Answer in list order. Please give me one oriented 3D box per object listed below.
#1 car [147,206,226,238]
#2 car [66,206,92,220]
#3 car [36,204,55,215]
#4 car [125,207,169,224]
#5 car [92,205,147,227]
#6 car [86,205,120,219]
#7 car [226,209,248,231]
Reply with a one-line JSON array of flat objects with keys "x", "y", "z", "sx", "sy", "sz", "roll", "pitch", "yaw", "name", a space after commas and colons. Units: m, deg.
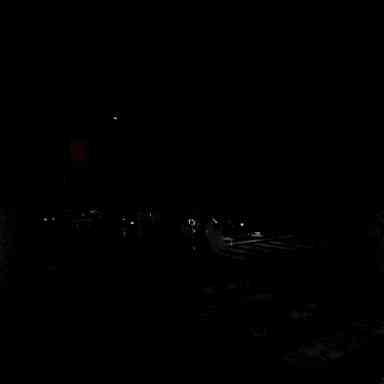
[{"x": -0.474, "y": 1.633, "z": 19.644, "sx": 2.097, "sy": 1.767, "sz": 4.553, "roll": 0, "pitch": -1, "yaw": -36, "name": "car"}, {"x": -12.340, "y": 2.226, "z": 35.938, "sx": 1.994, "sy": 1.385, "sz": 4.181, "roll": 0, "pitch": -1, "yaw": -35, "name": "car"}, {"x": -21.432, "y": 2.487, "z": 48.543, "sx": 2.128, "sy": 1.511, "sz": 4.902, "roll": 0, "pitch": -1, "yaw": -36, "name": "car"}, {"x": -4.201, "y": 2.078, "z": 30.271, "sx": 1.895, "sy": 1.301, "sz": 4.718, "roll": 0, "pitch": -1, "yaw": -36, "name": "car"}, {"x": -6.052, "y": 2.006, "z": 27.299, "sx": 2.033, "sy": 1.411, "sz": 5.357, "roll": 0, "pitch": -1, "yaw": -35, "name": "car"}, {"x": -10.422, "y": 2.226, "z": 38.810, "sx": 2.033, "sy": 1.411, "sz": 5.357, "roll": 0, "pitch": -1, "yaw": -36, "name": "car"}, {"x": 1.628, "y": 1.797, "z": 22.280, "sx": 1.837, "sy": 1.490, "sz": 4.892, "roll": 0, "pitch": -1, "yaw": -36, "name": "car"}]
